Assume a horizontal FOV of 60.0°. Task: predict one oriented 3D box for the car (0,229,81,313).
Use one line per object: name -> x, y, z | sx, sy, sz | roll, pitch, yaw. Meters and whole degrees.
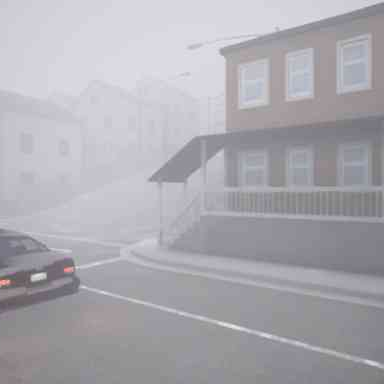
car -> -4.678, 1.558, 7.465 | 5.357, 1.411, 2.033 | 0, 0, 39
